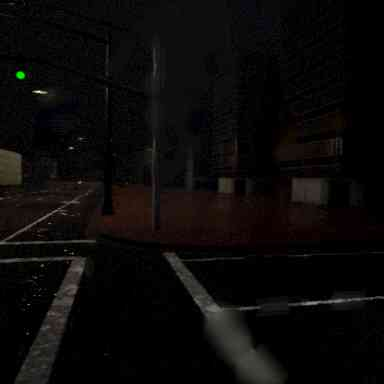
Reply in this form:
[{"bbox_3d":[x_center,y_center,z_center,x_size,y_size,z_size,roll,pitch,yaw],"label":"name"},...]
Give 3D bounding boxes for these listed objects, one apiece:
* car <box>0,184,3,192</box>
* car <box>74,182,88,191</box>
[{"bbox_3d":[-26.824,-0.657,44.203,1.882,1.535,5.008,0,2,-13],"label":"car"},{"bbox_3d":[-19.129,-1.000,57.224,2.128,1.511,4.902,0,2,-13],"label":"car"}]
